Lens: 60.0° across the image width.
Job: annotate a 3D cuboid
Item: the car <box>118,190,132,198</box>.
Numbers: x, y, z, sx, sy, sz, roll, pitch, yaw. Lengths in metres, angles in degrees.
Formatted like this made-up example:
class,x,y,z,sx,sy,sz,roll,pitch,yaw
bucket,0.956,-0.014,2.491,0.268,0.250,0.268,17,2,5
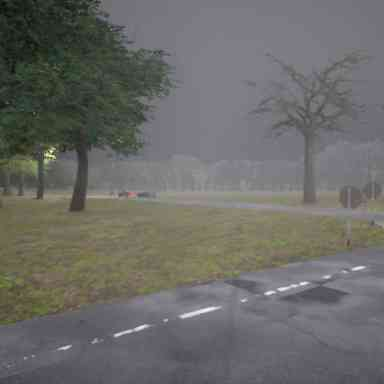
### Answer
class,x,y,z,sx,sy,sz,roll,pitch,yaw
car,-12.624,0.311,64.088,1.882,1.535,5.008,1,-1,-36

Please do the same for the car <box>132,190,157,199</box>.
class,x,y,z,sx,sy,sz,roll,pitch,yaw
car,-7.851,0.357,57.538,2.128,1.511,4.902,1,0,-35
